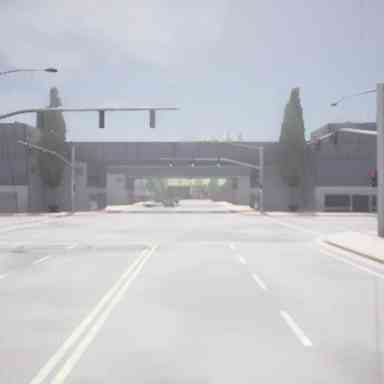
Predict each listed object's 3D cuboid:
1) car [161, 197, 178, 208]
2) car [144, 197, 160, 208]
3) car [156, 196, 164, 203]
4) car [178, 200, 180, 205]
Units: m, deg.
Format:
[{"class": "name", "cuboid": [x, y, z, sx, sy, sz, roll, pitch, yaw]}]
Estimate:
[{"class": "car", "cuboid": [-4.081, 2.098, 60.942, 1.837, 1.490, 4.892, 0, 0, 1]}, {"class": "car", "cuboid": [-7.580, 2.120, 60.988, 1.812, 1.442, 4.674, 0, -1, 1]}, {"class": "car", "cuboid": [-7.433, 1.933, 77.305, 2.150, 2.045, 5.566, 0, -1, 0]}, {"class": "car", "cuboid": [-3.933, 2.208, 77.295, 1.837, 1.490, 4.892, 0, -1, 0]}]
